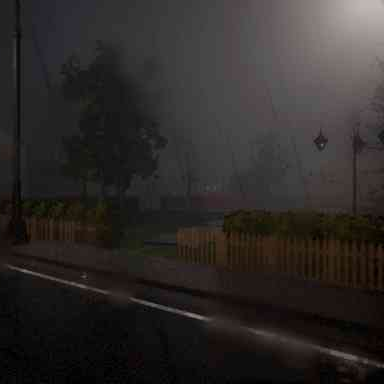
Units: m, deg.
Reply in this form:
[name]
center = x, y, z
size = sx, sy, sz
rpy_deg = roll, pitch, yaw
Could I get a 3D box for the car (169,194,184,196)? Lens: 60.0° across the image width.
[car]
center = -3.554, 1.325, 64.827
size = 2.150, 2.045, 5.566
rpy_deg = 0, 0, 35
